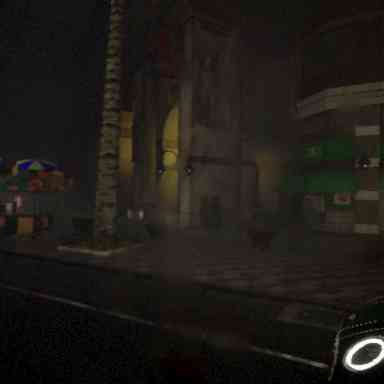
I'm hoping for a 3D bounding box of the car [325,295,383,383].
[{"bbox_3d":[3.544,1.451,2.678,4.553,1.767,2.097,0,-1,30],"label":"car"}]
